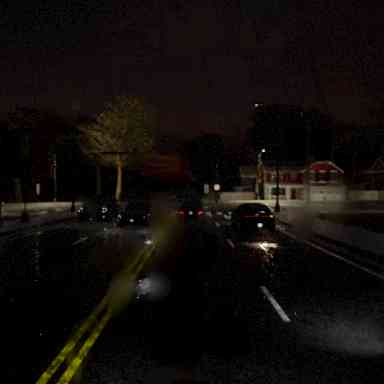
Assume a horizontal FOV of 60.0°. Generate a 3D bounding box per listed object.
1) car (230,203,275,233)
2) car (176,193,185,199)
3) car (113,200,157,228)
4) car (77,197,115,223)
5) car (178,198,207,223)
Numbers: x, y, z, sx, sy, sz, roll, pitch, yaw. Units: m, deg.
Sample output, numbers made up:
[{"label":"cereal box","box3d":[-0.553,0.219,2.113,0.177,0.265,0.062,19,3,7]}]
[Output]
[{"label":"car","box3d":[3.348,1.360,18.774,1.837,1.490,4.892,0,0,0]},{"label":"car","box3d":[-2.821,0.897,80.367,1.994,1.385,4.181,0,1,0]},{"label":"car","box3d":[-3.323,1.346,20.826,1.837,1.490,4.892,0,0,0]},{"label":"car","box3d":[-6.556,1.168,23.851,2.097,1.767,4.553,0,1,0]},{"label":"car","box3d":[0.070,1.364,23.779,2.033,1.411,5.357,0,0,4]}]
